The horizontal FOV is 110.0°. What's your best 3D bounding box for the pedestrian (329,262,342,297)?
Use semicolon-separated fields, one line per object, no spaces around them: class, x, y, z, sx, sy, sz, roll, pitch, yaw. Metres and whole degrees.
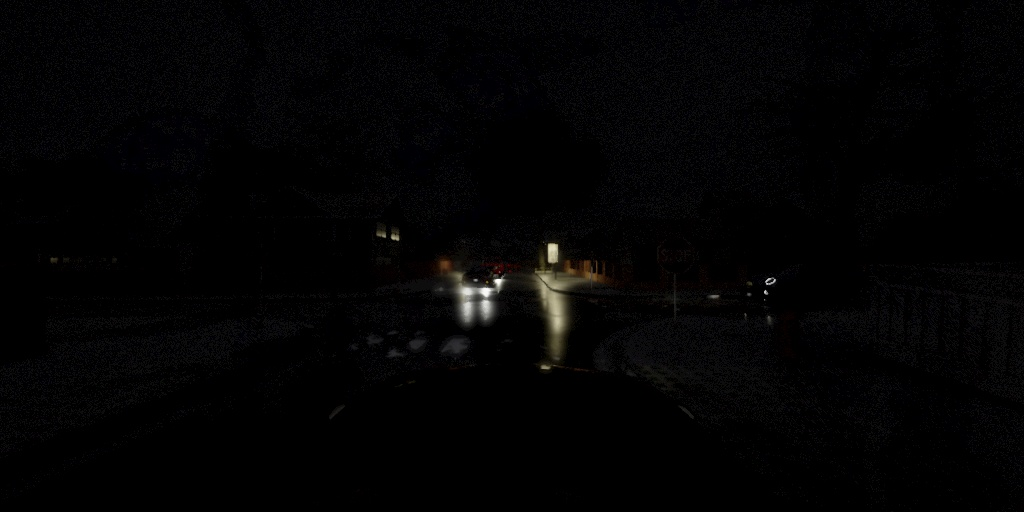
pedestrian;-9.277;1.179;18.730;0.375;1.860;0.375;0;-1;2

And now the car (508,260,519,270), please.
car;-0.170;1.527;60.955;2.097;1.767;4.553;0;-1;-12

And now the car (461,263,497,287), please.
car;-2.309;1.390;25.064;1.994;1.385;4.181;0;0;0

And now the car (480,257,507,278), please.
car;-2.022;1.125;36.952;2.150;2.045;5.566;0;-1;1

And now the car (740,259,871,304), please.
car;12.205;1.009;15.017;4.553;1.767;2.097;-1;-2;2
